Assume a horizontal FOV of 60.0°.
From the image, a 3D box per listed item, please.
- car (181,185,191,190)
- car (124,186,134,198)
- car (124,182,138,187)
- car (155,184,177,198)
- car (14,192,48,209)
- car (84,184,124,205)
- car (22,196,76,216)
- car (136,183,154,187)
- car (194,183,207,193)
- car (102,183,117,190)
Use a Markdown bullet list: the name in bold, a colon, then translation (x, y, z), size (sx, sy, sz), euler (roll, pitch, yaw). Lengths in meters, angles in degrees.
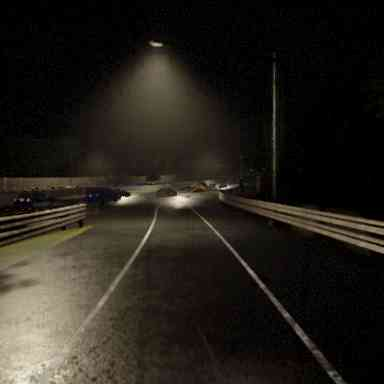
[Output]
- **car**: translation (-1.557, -1.224, 89.322), size (2.128, 1.511, 4.902), euler (1, 3, 15)
- **car**: translation (-11.549, 0.287, 53.060), size (2.033, 1.411, 5.357), euler (1, 2, 15)
- **car**: translation (-15.896, -1.565, 89.931), size (2.150, 2.045, 5.566), euler (1, 2, 15)
- **car**: translation (-3.942, 0.049, 54.301), size (2.097, 1.767, 4.553), euler (1, 2, 15)
- **car**: translation (-16.446, 0.815, 35.299), size (2.097, 1.767, 4.553), euler (1, 2, 15)
- **car**: translation (-11.136, 0.436, 41.418), size (2.150, 2.045, 5.566), euler (1, 2, 15)
- **car**: translation (-11.354, 1.358, 27.386), size (1.994, 1.385, 4.181), euler (1, 2, 15)
- **car**: translation (-12.508, -1.198, 89.068), size (1.994, 1.385, 4.181), euler (1, 2, 15)
- **car**: translation (1.832, -0.681, 75.170), size (1.882, 1.535, 5.008), euler (1, 2, 15)
- **car**: translation (-22.642, -1.520, 91.805), size (2.097, 1.767, 4.553), euler (1, 2, 15)
